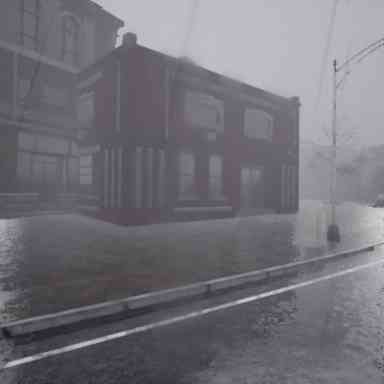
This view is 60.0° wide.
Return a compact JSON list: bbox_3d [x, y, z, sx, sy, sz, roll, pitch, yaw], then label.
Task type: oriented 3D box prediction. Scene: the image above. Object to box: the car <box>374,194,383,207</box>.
[{"bbox_3d":[23.465,0.976,39.149,2.097,1.767,4.553,0,1,4],"label":"car"}]
